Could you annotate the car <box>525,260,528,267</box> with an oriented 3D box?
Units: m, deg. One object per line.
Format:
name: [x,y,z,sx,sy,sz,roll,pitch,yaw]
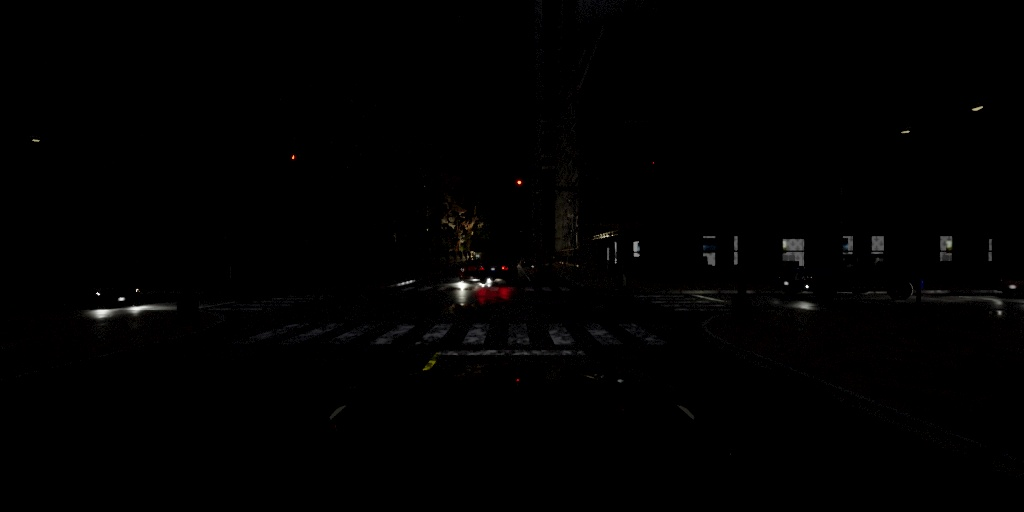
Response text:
car: [2.667,1.318,36.507,1.948,1.339,4.313,0,0,0]

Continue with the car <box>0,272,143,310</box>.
car: [-18.224,1.340,14.351,5.357,1.411,2.033,0,0,1]

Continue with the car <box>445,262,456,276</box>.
car: [-5.714,1.297,36.499,1.888,1.381,4.507,0,0,0]

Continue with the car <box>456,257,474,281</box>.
car: [-3.119,1.104,29.998,2.097,1.767,4.553,0,0,0]

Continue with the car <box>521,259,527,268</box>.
car: [2.652,1.315,59.232,1.948,1.339,4.313,0,0,0]

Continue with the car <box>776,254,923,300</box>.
car: [15.702,0.925,16.863,5.566,2.045,2.150,0,0,1]

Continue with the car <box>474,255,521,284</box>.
car: [-0.902,0.973,26.787,2.150,2.045,5.566,0,0,8]

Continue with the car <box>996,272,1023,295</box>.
car: [25.777,1.164,16.656,4.902,1.511,2.128,0,0,1]

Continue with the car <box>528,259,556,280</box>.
car: [2.671,1.191,30.826,1.967,1.591,4.097,0,0,0]
